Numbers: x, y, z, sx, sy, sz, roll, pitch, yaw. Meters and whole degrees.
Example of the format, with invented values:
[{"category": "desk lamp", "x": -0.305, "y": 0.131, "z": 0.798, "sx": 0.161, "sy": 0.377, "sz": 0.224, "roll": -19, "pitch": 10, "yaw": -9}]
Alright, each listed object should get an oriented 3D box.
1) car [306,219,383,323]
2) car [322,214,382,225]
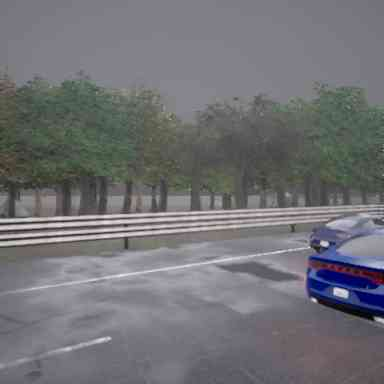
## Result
[{"category": "car", "x": 4.456, "y": 1.496, "z": 6.834, "sx": 5.008, "sy": 1.535, "sz": 1.882, "roll": 0, "pitch": 0, "yaw": -35}, {"category": "car", "x": 6.301, "y": 1.555, "z": 12.351, "sx": 4.674, "sy": 1.442, "sz": 1.812, "roll": 0, "pitch": 0, "yaw": -34}]
